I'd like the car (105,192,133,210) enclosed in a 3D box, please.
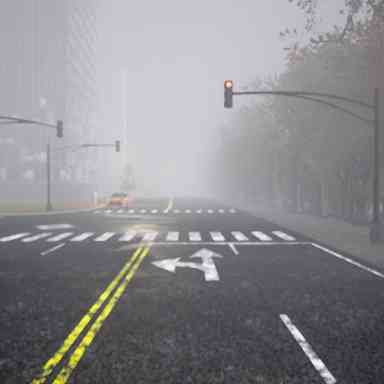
[{"bbox_3d":[-7.147,0.802,32.883,2.097,1.767,4.553,0,0,-2],"label":"car"}]

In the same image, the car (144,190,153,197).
[{"bbox_3d":[-9.815,0.371,75.488,2.128,1.511,4.902,0,1,-5],"label":"car"}]
